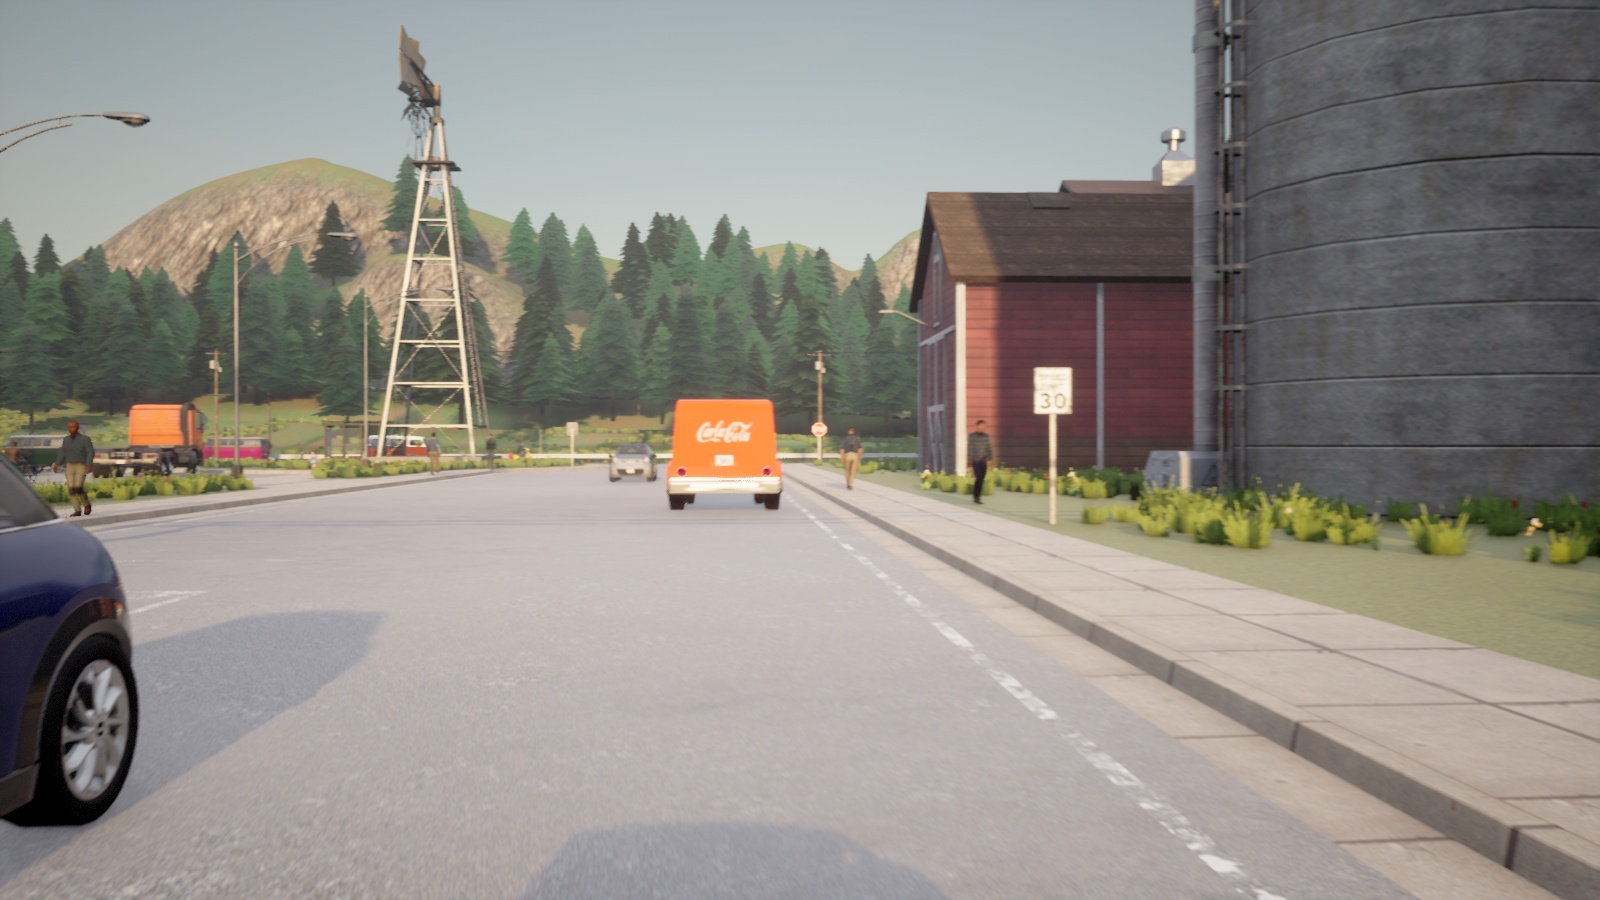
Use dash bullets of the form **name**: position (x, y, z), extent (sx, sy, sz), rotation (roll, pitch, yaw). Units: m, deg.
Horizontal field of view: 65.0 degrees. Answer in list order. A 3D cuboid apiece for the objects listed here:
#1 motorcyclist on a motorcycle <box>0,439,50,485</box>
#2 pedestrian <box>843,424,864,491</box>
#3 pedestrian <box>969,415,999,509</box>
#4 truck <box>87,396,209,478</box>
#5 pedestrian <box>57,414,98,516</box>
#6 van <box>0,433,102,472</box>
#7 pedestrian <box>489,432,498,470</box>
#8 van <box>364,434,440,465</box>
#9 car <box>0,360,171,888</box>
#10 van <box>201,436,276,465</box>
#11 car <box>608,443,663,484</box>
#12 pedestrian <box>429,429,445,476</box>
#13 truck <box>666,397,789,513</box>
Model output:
- **motorcyclist on a motorcycle**: position (-28.627, 0.435, 46.218), extent (0.766, 1.649, 2.350), rotation (0, 0, -3)
- **pedestrian**: position (1.501, 0.202, 35.245), extent (0.540, 1.848, 0.694), rotation (0, 0, 7)
- **pedestrian**: position (3.901, 0.247, 26.674), extent (0.423, 1.949, 0.788), rotation (0, 0, -8)
- **truck**: position (-29.693, -0.563, 57.590), extent (2.891, 3.462, 7.936), rotation (0, 0, -11)
- **pedestrian**: position (-13.221, 0.272, 23.002), extent (0.370, 1.835, 0.726), rotation (0, 0, -4)
- **van**: position (-38.716, 0.129, 64.957), extent (4.442, 1.987, 1.775), rotation (0, 0, 11)
- **pedestrian**: position (-15.171, 0.050, 62.165), extent (0.353, 1.847, 0.614), rotation (0, 0, -3)
- **van**: position (-26.836, -0.013, 84.822), extent (4.480, 2.038, 2.069), rotation (0, 0, -2)
- **car**: position (-3.665, 0.587, 3.150), extent (2.097, 1.767, 4.553), rotation (0, 0, -3)
- **van**: position (-39.243, 0.001, 87.822), extent (4.442, 1.987, 1.775), rotation (0, 0, -2)
- **car**: position (-6.317, 0.486, 48.540), extent (1.845, 1.501, 3.633), rotation (0, 0, -3)
- **pedestrian**: position (-15.184, 0.104, 52.589), extent (0.423, 1.949, 0.788), rotation (0, 0, 1)
- **truck**: position (-1.701, 0.093, 29.484), extent (2.627, 2.467, 5.204), rotation (0, 0, -3)
